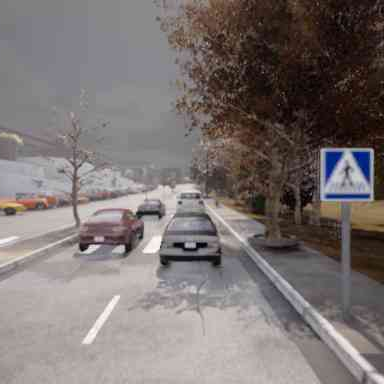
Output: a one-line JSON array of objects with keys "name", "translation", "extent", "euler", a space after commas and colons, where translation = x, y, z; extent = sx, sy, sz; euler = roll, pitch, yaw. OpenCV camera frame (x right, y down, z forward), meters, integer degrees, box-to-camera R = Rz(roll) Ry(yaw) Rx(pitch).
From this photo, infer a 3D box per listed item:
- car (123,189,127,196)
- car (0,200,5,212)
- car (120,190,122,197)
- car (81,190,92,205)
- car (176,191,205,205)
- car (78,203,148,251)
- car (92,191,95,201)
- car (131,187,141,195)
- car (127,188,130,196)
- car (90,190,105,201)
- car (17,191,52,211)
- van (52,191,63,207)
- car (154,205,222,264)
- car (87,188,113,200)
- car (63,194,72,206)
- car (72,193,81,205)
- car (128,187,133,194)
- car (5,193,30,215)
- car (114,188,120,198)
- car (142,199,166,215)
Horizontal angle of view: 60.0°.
[{"name": "car", "translation": [-17.184, 0.269, 72.444], "extent": [4.553, 1.767, 2.185], "euler": [-1, 2, -20]}, {"name": "car", "translation": [-17.031, 1.240, 24.687], "extent": [4.792, 1.488, 2.163], "euler": [-1, 1, -20]}, {"name": "car", "translation": [-17.180, 0.534, 66.474], "extent": [4.892, 1.521, 2.231], "euler": [-1, 2, -20]}, {"name": "car", "translation": [-16.924, 0.965, 45.659], "extent": [5.366, 1.575, 1.946], "euler": [-1, 1, -20]}, {"name": "car", "translation": [-0.097, 0.917, 27.185], "extent": [2.150, 2.045, 5.566], "euler": [0, 1, 0]}, {"name": "car", "translation": [-3.020, 1.355, 13.045], "extent": [1.812, 1.442, 4.674], "euler": [0, 0, -1]}, {"name": "car", "translation": [-17.081, 0.949, 48.586], "extent": [4.792, 1.488, 2.163], "euler": [-1, 1, -20]}, {"name": "car", "translation": [-17.264, 0.008, 90.440], "extent": [4.792, 1.488, 2.163], "euler": [-1, 1, -20]}, {"name": "car", "translation": [-17.220, 0.366, 75.419], "extent": [4.674, 1.452, 2.002], "euler": [-1, 2, -20]}, {"name": "car", "translation": [-17.130, 0.842, 54.542], "extent": [4.674, 1.452, 2.002], "euler": [-1, 2, -20]}, {"name": "car", "translation": [-17.016, 1.005, 33.657], "extent": [4.553, 1.767, 2.185], "euler": [-1, 1, -20]}, {"name": "van", "translation": [-16.952, 0.872, 36.683], "extent": [4.442, 1.987, 1.878], "euler": [-1, 0, -20]}, {"name": "car", "translation": [-0.028, 1.398, 11.148], "extent": [2.033, 1.411, 5.357], "euler": [0, 1, 0]}, {"name": "car", "translation": [-17.177, 0.488, 57.506], "extent": [5.566, 2.045, 2.435], "euler": [-1, 2, -20]}, {"name": "car", "translation": [-17.064, 1.100, 39.618], "extent": [4.674, 1.452, 2.002], "euler": [-1, 1, -20]}, {"name": "car", "translation": [-17.109, 1.051, 42.590], "extent": [4.792, 1.488, 2.163], "euler": [-1, 1, -20]}, {"name": "car", "translation": [-17.212, 0.285, 78.437], "extent": [4.792, 1.488, 2.163], "euler": [-1, 1, -20]}, {"name": "car", "translation": [-16.844, 1.180, 27.749], "extent": [5.366, 1.575, 1.946], "euler": [-1, 0, -20]}, {"name": "car", "translation": [-17.152, 0.350, 63.501], "extent": [5.566, 2.045, 2.435], "euler": [-1, 1, -20]}, {"name": "car", "translation": [-3.101, 1.251, 26.112], "extent": [2.033, 1.411, 5.357], "euler": [0, 0, 0]}]
